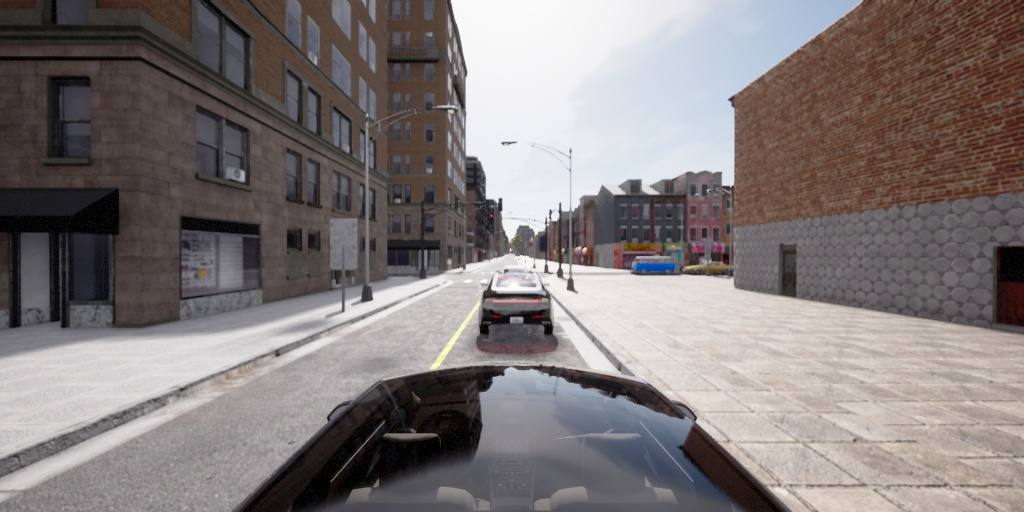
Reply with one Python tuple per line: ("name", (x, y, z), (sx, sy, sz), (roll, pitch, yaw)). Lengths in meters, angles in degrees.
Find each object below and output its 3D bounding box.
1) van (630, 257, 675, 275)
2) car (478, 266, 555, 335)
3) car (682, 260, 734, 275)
("van", (13.779, 0.946, 35.092), (3.998, 1.789, 1.690), (0, 0, 0))
("car", (0.109, 1.205, 10.392), (2.128, 1.511, 4.902), (0, 0, 0))
("car", (19.221, 1.126, 35.076), (4.829, 1.417, 1.751), (0, 0, 0))
